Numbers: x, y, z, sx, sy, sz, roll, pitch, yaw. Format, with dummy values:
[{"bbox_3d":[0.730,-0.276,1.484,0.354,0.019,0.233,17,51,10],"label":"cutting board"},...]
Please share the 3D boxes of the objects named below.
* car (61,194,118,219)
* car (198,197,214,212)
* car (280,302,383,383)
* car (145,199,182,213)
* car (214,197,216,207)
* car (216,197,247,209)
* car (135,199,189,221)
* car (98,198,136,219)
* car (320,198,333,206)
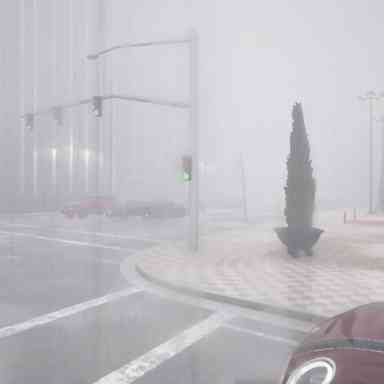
[{"bbox_3d":[-8.898,1.221,29.884,2.150,2.045,5.566,0,0,35],"label":"car"},{"bbox_3d":[-0.092,1.491,36.405,2.128,1.511,4.902,0,0,35],"label":"car"},{"bbox_3d":[2.830,1.352,1.952,4.553,1.767,2.097,0,0,36],"label":"car"},{"bbox_3d":[-3.193,1.564,38.070,1.994,1.385,4.181,0,0,35],"label":"car"},{"bbox_3d":[2.638,1.478,46.422,1.882,1.535,5.008,0,0,35],"label":"car"},{"bbox_3d":[5.721,1.491,44.722,2.128,1.511,4.902,0,0,35],"label":"car"},{"bbox_3d":[-2.040,1.505,27.138,1.837,1.490,4.892,0,0,35],"label":"car"},{"bbox_3d":[-5.303,1.491,28.933,2.128,1.511,4.902,0,0,35],"label":"car"},{"bbox_3d":[22.627,1.601,56.418,1.895,1.301,4.718,0,0,34],"label":"car"}]
